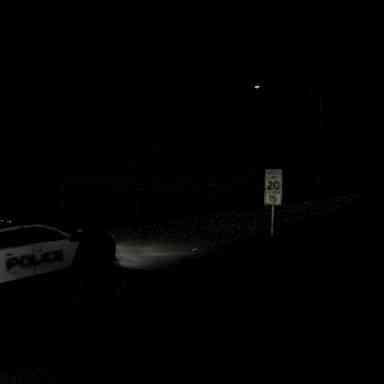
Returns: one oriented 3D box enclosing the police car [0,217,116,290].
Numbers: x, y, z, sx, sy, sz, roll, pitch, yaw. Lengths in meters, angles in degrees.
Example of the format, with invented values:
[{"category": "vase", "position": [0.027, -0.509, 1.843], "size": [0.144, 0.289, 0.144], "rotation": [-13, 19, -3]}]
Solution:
[{"category": "police car", "position": [-4.105, 1.409, 8.200], "size": [2.038, 1.542, 4.974], "rotation": [2, 3, 35]}]
